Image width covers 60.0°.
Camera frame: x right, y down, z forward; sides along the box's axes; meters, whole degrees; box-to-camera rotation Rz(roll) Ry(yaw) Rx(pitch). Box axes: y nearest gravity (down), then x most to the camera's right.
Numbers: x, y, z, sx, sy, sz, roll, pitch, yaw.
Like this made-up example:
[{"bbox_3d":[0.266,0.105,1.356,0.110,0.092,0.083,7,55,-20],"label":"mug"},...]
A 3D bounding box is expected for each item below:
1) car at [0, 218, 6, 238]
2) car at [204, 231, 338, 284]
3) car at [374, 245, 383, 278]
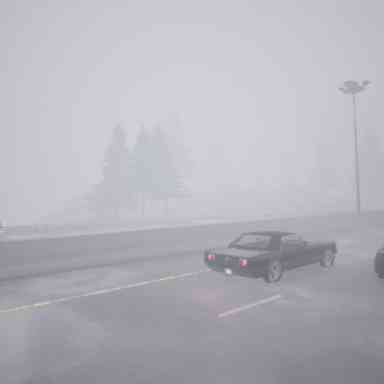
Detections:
[{"bbox_3d":[-14.163,2.291,19.593,5.566,2.045,2.150,0,-3,-40],"label":"car"},{"bbox_3d":[2.712,1.898,10.598,4.718,1.301,1.895,0,-2,-40],"label":"car"},{"bbox_3d":[7.009,1.709,9.622,4.181,1.385,1.994,0,-2,-40],"label":"car"}]
